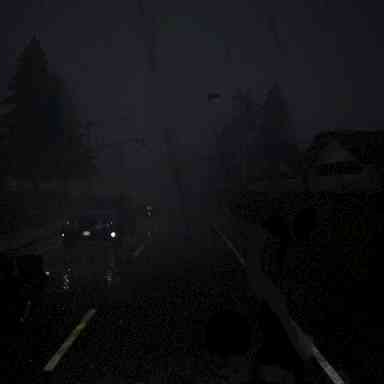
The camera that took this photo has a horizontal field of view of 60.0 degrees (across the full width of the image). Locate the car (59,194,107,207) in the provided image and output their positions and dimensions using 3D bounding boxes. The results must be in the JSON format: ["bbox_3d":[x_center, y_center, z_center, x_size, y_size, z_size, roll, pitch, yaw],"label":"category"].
[{"bbox_3d":[-12.743,0.996,39.031,4.902,1.511,2.128,0,1,2],"label":"car"}]

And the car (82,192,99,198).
[{"bbox_3d":[-25.552,0.665,83.597,3.633,1.501,1.845,0,1,-2],"label":"car"}]

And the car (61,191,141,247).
[{"bbox_3d":[-3.831,1.104,14.675,2.150,2.045,5.566,0,1,-1],"label":"car"}]

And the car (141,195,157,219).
[{"bbox_3d":[-3.962,1.141,26.481,2.097,1.767,4.553,0,1,-1],"label":"car"}]

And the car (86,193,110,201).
[{"bbox_3d":[-17.286,0.875,61.380,3.806,1.475,1.970,0,1,-2],"label":"car"}]

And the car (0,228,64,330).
[{"bbox_3d":[-3.653,1.522,4.163,2.033,1.411,5.357,0,1,-1],"label":"car"}]

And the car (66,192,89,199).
[{"bbox_3d":[-25.352,0.731,73.606,4.514,1.523,2.007,0,1,-2],"label":"car"}]
